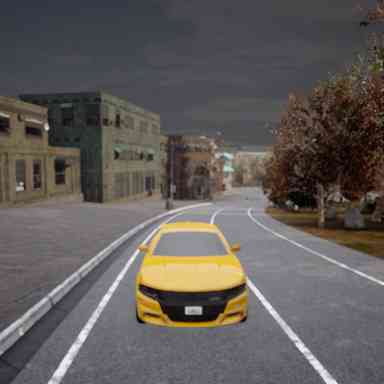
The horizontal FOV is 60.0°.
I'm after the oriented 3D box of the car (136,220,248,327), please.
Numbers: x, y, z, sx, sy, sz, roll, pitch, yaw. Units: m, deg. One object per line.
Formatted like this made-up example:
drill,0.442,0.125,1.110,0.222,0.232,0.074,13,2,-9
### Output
car,-0.059,1.457,7.369,1.882,1.535,5.008,0,0,-2
